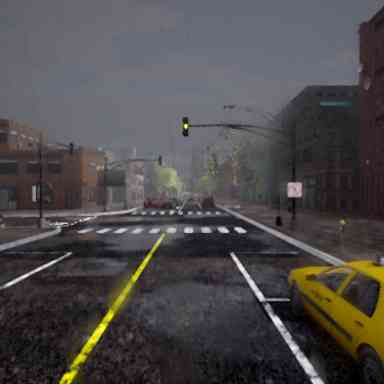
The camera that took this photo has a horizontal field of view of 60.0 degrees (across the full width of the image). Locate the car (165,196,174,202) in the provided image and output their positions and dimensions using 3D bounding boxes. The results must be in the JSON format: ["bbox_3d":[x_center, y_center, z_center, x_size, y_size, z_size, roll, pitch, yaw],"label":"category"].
[{"bbox_3d":[-5.857,1.825,86.910,1.887,1.381,4.507,-1,0,0],"label":"car"}]

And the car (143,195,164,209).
[{"bbox_3d":[-5.785,1.472,48.103,2.192,1.841,5.009,-1,0,0],"label":"car"}]

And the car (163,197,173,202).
[{"bbox_3d":[-5.846,1.828,81.366,1.947,1.339,4.313,-1,0,0],"label":"car"}]

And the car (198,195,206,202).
[{"bbox_3d":[2.522,1.718,86.926,1.967,1.590,4.097,-1,0,0],"label":"car"}]

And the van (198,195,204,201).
[{"bbox_3d":[2.511,1.637,92.471,1.690,1.788,3.998,-1,0,0],"label":"van"}]

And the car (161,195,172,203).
[{"bbox_3d":[-5.838,1.560,75.823,2.192,1.841,5.009,-1,0,0],"label":"car"}]

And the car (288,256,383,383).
[{"bbox_3d":[2.680,1.541,4.695,1.752,1.417,4.829,-1,0,0],"label":"car"}]

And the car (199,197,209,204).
[{"bbox_3d":[2.555,1.777,70.294,2.008,1.369,4.403,-1,0,0],"label":"car"}]

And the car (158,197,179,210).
[{"bbox_3d":[-3.181,1.713,45.560,1.994,1.385,4.181,0,0,0],"label":"car"}]

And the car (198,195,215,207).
[{"bbox_3d":[2.585,1.488,53.663,2.192,1.841,5.009,-1,0,0],"label":"car"}]

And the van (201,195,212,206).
[{"bbox_3d":[2.574,1.532,59.207,1.690,1.788,3.998,-1,0,0],"label":"van"}]

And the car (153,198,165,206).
[{"bbox_3d":[-5.804,1.774,59.190,1.802,1.307,4.206,-1,0,0],"label":"car"}]

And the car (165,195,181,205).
[{"bbox_3d":[-3.173,1.657,55.360,1.882,1.535,5.008,0,0,0],"label":"car"}]

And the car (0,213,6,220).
[{"bbox_3d":[-18.233,1.892,27.099,5.357,1.411,2.033,-1,0,0],"label":"car"}]

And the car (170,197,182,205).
[{"bbox_3d":[-3.126,1.704,65.491,2.128,1.511,4.902,0,0,0],"label":"car"}]

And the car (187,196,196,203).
[{"bbox_3d":[-0.141,1.760,74.101,2.128,1.511,4.902,0,0,0],"label":"car"}]

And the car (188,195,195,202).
[{"bbox_3d":[-0.160,1.646,84.518,1.882,1.535,5.008,0,0,0],"label":"car"}]
